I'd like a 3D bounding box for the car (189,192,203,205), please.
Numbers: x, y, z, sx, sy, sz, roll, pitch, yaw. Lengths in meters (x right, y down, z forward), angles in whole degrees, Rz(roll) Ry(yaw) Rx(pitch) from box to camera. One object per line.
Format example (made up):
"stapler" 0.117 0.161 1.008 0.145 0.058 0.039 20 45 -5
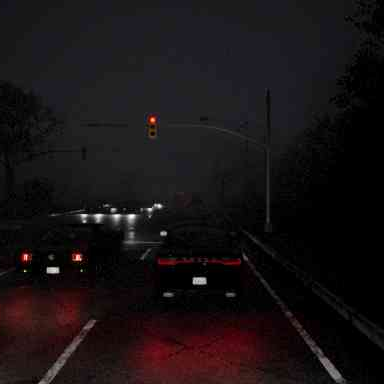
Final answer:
"car" 0.710 1.140 57.509 2.150 2.045 5.566 0 1 1

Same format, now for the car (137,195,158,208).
"car" -6.585 1.526 48.492 1.812 1.442 4.674 0 0 1

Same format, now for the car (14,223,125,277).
"car" -3.368 1.601 10.241 1.895 1.301 4.718 0 0 -1

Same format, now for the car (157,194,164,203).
"car" -6.393 1.239 62.404 2.128 1.511 4.902 0 2 1

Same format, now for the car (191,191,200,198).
"car" 0.848 0.561 77.644 1.895 1.301 4.718 0 3 1

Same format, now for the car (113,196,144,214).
"car" -6.742 1.505 35.850 1.837 1.490 4.892 0 0 1

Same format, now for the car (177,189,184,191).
"car" -2.656 0.173 77.289 2.097 1.767 4.553 0 3 1

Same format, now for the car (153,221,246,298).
"car" 0.157 1.478 8.564 1.882 1.535 5.008 0 0 0

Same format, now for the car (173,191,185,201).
"car" -2.779 1.070 66.912 2.033 1.411 5.357 0 3 1

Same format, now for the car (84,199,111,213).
"car" -10.235 1.505 36.416 1.837 1.490 4.892 0 0 1

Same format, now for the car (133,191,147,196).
"car" -9.853 0.908 63.766 2.150 2.045 5.566 0 2 1
